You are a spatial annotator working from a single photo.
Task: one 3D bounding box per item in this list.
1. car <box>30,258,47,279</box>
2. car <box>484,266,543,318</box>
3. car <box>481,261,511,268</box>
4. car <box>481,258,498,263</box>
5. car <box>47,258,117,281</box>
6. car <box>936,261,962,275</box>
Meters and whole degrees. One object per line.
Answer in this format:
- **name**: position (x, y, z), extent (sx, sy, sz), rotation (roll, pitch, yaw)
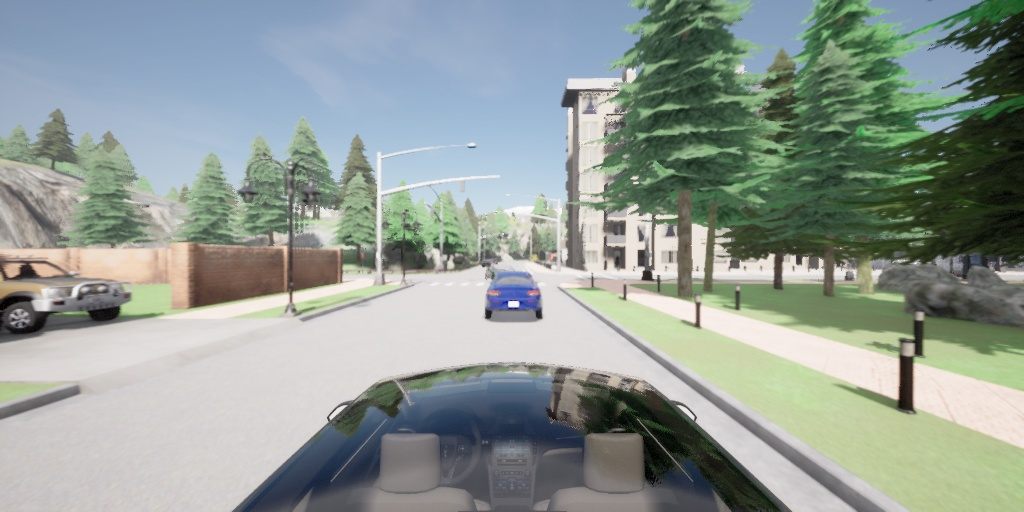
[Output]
- **car**: position (-42.909, 1.138, 34.795), extent (4.892, 1.490, 1.837), rotation (0, 0, 1)
- **car**: position (0.063, 1.235, 12.633), extent (1.812, 1.442, 4.674), rotation (0, 0, 0)
- **car**: position (-0.929, 1.261, 27.194), extent (1.895, 1.301, 4.718), rotation (0, 0, -11)
- **car**: position (-3.683, 1.174, 55.097), extent (1.895, 1.301, 4.718), rotation (0, 0, 1)
- **car**: position (-35.951, 0.872, 31.085), extent (5.566, 2.045, 2.150), rotation (0, 0, 2)
- **car**: position (39.844, 1.194, 33.137), extent (5.357, 1.411, 2.033), rotation (0, 0, 2)
